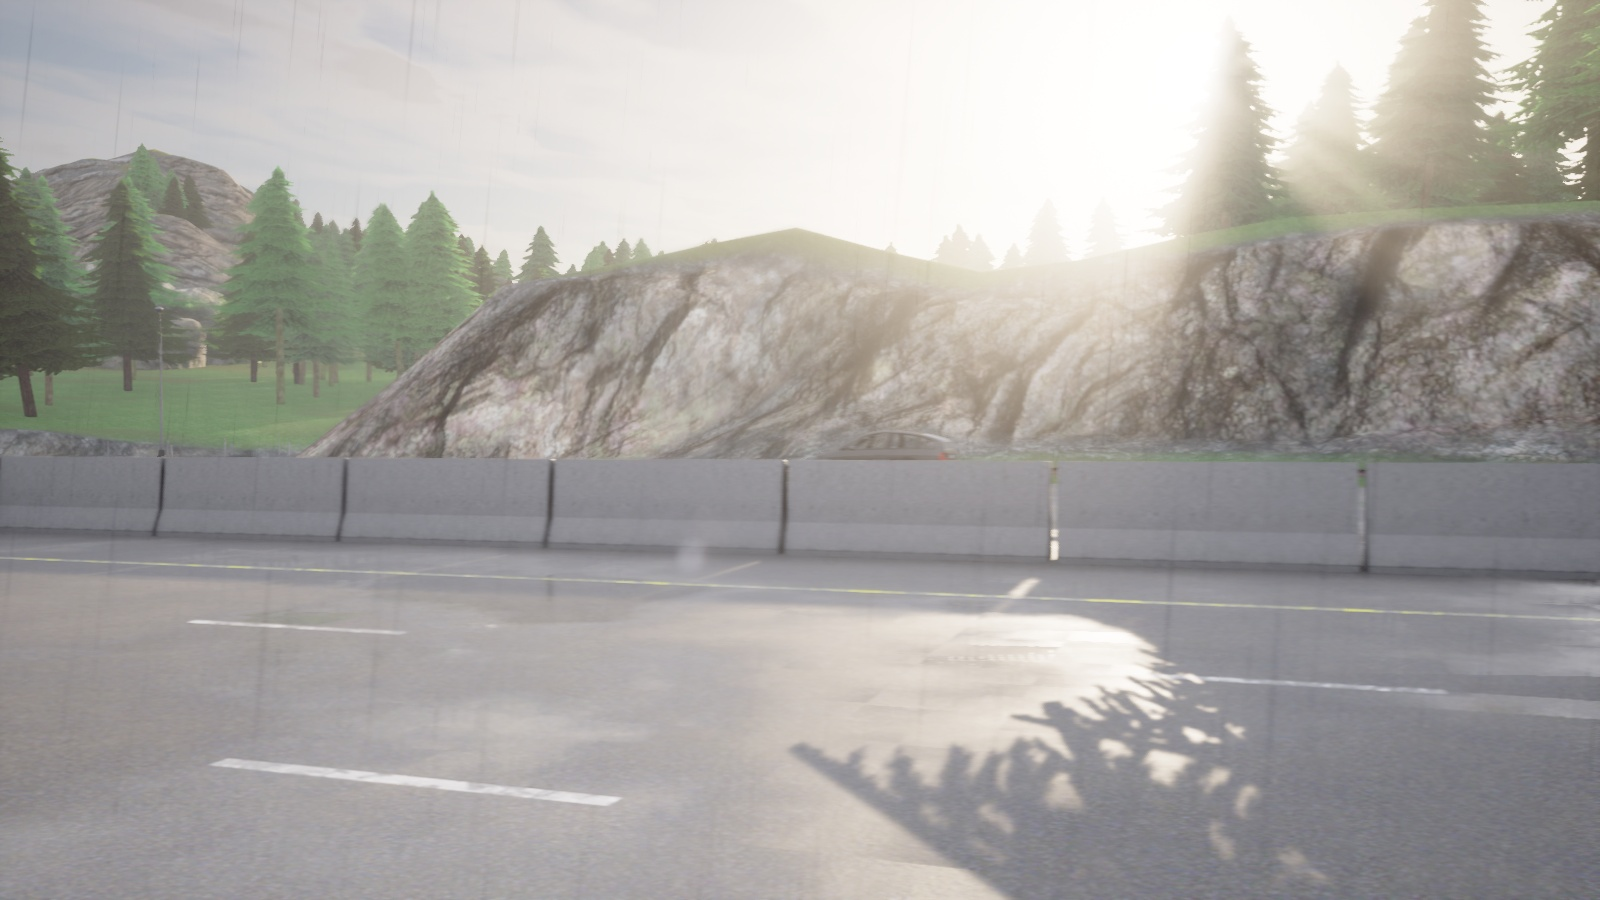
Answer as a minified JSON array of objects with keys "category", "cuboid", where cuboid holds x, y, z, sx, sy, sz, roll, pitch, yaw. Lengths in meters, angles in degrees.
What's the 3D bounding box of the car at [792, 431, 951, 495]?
[{"category":"car","cuboid":[1.835,0.298,32.115,3.705,1.549,1.789,1,1,19]}]
